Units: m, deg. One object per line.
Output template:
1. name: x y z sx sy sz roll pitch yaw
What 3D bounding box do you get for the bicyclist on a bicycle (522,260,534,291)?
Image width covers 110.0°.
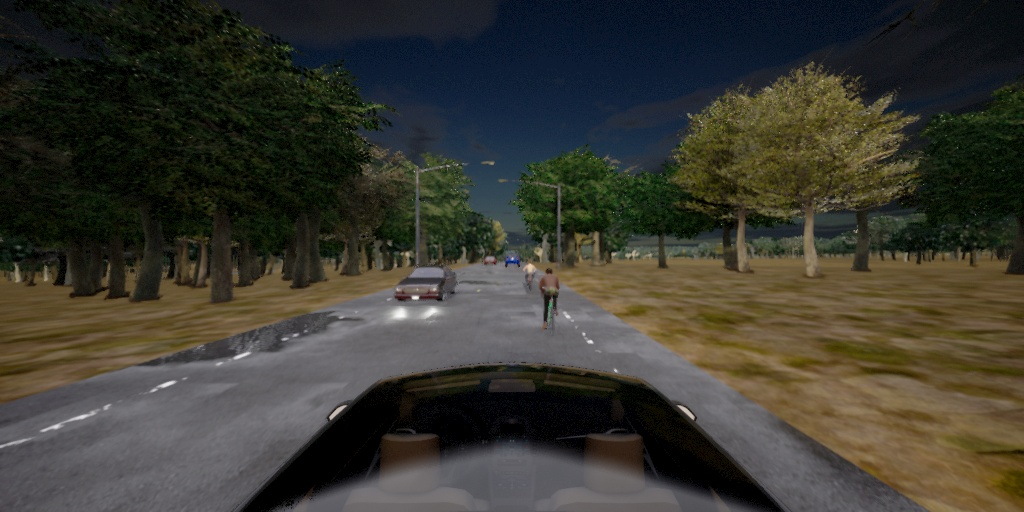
1. bicyclist on a bicycle: 0.961 1.005 19.173 0.866 1.612 1.509 0 0 0

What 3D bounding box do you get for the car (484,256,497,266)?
1. car: -3.545 0.796 58.547 1.882 1.535 5.008 0 0 1

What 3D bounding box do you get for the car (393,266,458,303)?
1. car: -3.598 1.147 16.012 2.033 1.411 5.357 0 1 0

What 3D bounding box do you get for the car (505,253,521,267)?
1. car: 0.097 0.546 53.692 2.150 2.045 5.566 0 0 1

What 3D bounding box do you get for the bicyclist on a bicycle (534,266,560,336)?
1. bicyclist on a bicycle: 0.962 1.123 9.127 0.582 1.620 1.656 0 0 0
